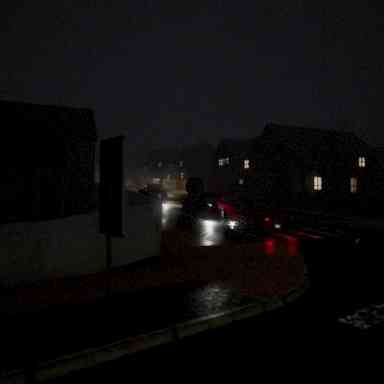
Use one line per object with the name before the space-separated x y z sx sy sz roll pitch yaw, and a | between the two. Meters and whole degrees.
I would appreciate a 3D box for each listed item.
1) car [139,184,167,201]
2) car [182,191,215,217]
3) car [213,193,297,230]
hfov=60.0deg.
car | -3.812 -0.012 31.946 2.128 1.511 4.902 0 3 -23
car | 0.841 0.677 20.884 1.812 1.442 4.674 1 2 -23
car | 3.066 1.017 16.842 1.895 1.301 4.718 1 5 -21
